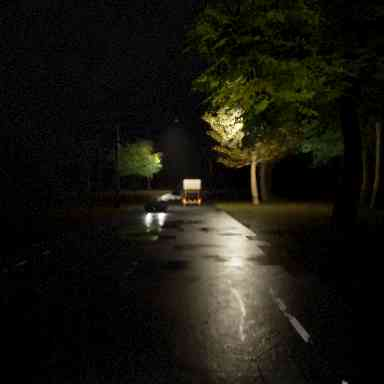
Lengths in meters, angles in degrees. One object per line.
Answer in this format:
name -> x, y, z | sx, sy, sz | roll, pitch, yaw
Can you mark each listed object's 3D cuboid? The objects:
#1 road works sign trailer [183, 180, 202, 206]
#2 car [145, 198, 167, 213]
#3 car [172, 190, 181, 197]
road works sign trailer -> 0.004, 0.035, 45.647 | 2.380, 3.560, 2.880 | 0, 1, 0
car -> -3.592, 1.335, 33.717 | 1.994, 1.385, 4.181 | 0, 1, 0
car -> -3.494, 0.295, 74.406 | 2.033, 1.411, 5.357 | 0, 2, 0
